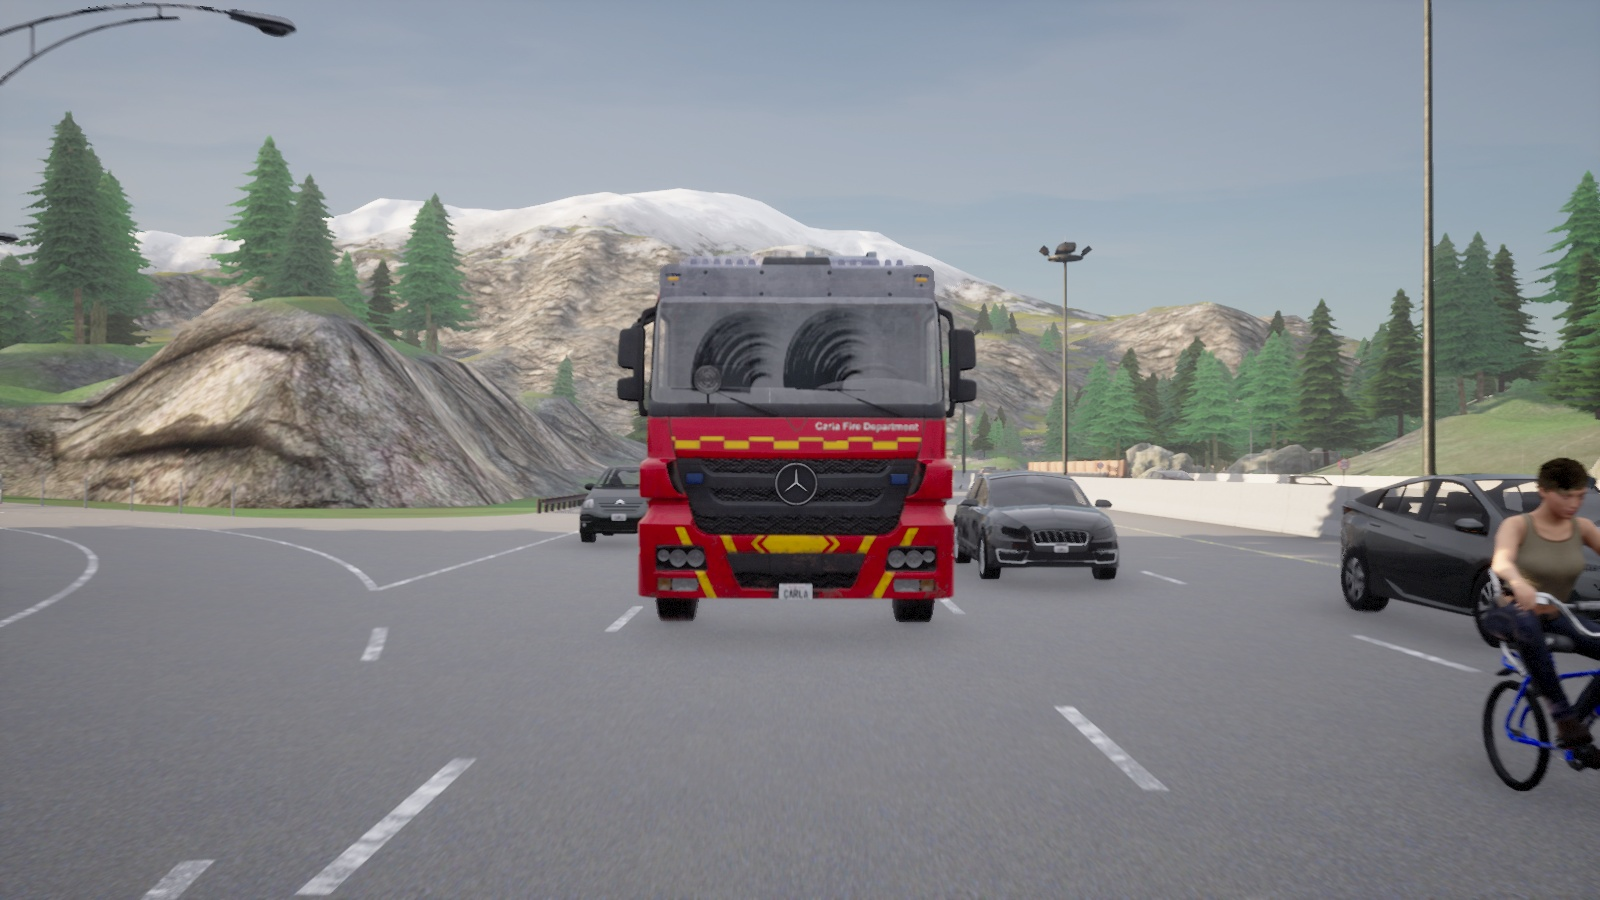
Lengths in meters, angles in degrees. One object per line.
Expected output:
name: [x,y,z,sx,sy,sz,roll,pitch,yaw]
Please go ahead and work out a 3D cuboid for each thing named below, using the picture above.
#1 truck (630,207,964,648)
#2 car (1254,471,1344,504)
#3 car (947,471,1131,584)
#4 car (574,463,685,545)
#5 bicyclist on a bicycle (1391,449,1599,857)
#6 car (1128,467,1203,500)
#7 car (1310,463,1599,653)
truck: [-0.041,-0.145,15.152,2.891,3.827,8.468,0,-1,0]
car: [20.875,1.556,52.739,1.895,1.301,4.718,0,-1,0]
car: [3.455,1.065,19.080,1.837,1.490,4.892,0,-1,0]
car: [-3.564,1.094,26.887,1.851,1.617,3.988,0,-1,0]
bicyclist on a bicycle: [3.491,0.812,5.726,0.866,1.612,1.509,0,-1,0]
car: [17.358,1.568,59.909,2.163,1.488,4.792,0,-1,0]
car: [6.970,0.900,12.397,2.007,1.525,4.514,0,-1,0]
